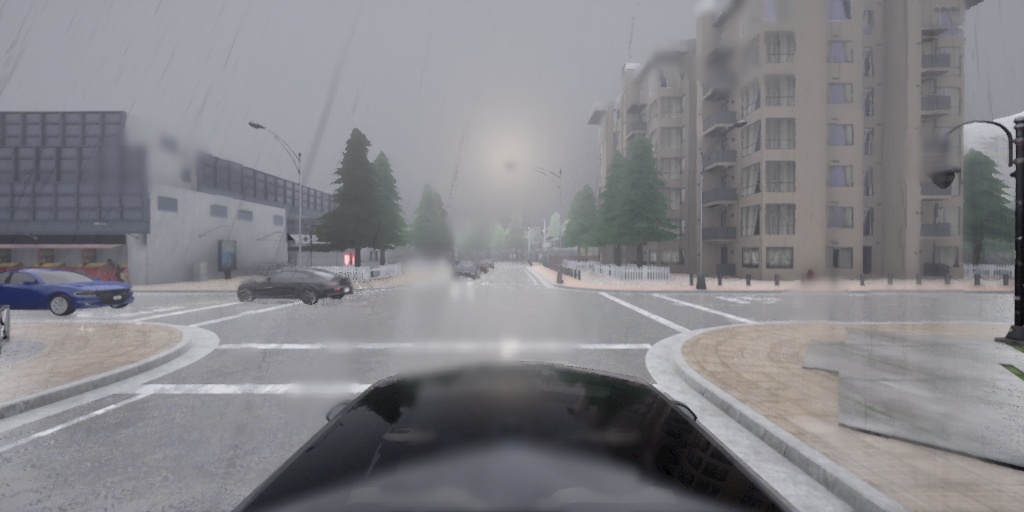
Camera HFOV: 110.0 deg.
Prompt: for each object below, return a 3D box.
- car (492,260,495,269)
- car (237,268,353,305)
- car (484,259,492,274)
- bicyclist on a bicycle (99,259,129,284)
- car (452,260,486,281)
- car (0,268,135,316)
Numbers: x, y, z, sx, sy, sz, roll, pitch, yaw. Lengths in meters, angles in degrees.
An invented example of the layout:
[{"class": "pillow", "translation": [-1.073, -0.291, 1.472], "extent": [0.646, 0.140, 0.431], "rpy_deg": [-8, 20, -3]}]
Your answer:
[{"class": "car", "translation": [-3.533, 1.161, 52.561], "extent": [2.033, 1.411, 5.357], "rpy_deg": [0, 0, 0]}, {"class": "car", "translation": [-9.116, 1.228, 15.207], "extent": [4.674, 1.442, 1.812], "rpy_deg": [0, 0, 9]}, {"class": "car", "translation": [-3.603, 1.249, 39.582], "extent": [1.895, 1.301, 4.718], "rpy_deg": [0, 0, 0]}, {"class": "bicyclist on a bicycle", "translation": [-22.375, 0.986, 20.106], "extent": [0.582, 1.620, 1.656], "rpy_deg": [0, 0, 1]}, {"class": "car", "translation": [-3.600, 1.223, 29.236], "extent": [2.033, 1.411, 5.357], "rpy_deg": [0, 0, 0]}, {"class": "car", "translation": [-16.294, 1.183, 12.564], "extent": [5.008, 1.535, 1.882], "rpy_deg": [0, 0, 1]}]
